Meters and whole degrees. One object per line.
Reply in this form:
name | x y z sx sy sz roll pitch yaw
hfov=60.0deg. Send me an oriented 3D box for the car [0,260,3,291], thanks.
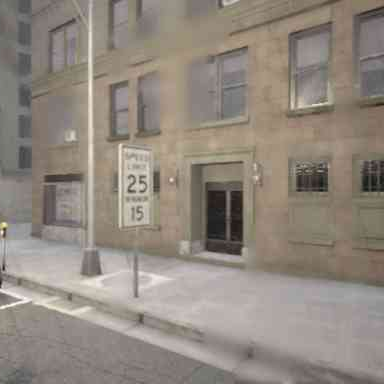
car | -6.019 1.431 7.365 4.097 1.590 1.967 0 0 35
